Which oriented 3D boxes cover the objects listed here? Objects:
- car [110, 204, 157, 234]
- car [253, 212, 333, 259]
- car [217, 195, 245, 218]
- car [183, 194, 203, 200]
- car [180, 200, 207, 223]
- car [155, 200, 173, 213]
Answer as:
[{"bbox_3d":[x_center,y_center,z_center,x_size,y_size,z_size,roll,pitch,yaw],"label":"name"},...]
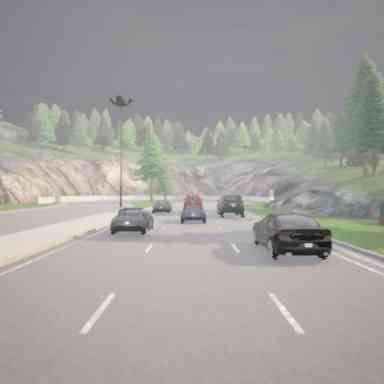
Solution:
[{"bbox_3d":[-3.393,1.606,19.419,1.994,1.385,4.181,0,0,0],"label":"car"},{"bbox_3d":[3.604,1.505,12.753,1.882,1.535,5.008,0,0,0],"label":"car"},{"bbox_3d":[3.609,1.289,31.653,2.150,2.045,5.566,0,0,0],"label":"car"},{"bbox_3d":[0.162,1.309,39.887,2.150,2.045,5.566,0,0,1],"label":"car"},{"bbox_3d":[0.105,1.620,26.157,1.994,1.385,4.181,0,0,0],"label":"car"},{"bbox_3d":[-3.354,1.646,38.307,1.994,1.385,4.181,0,0,1],"label":"car"}]
